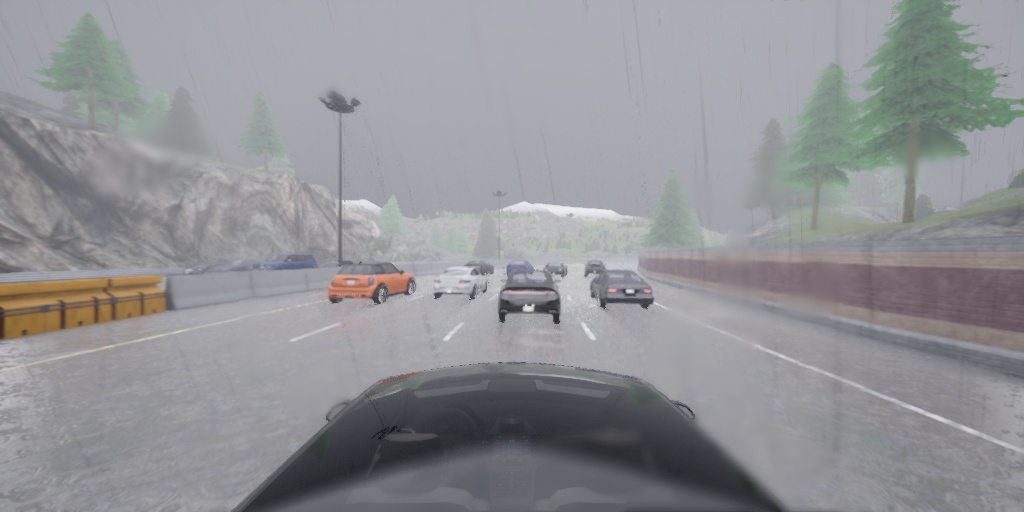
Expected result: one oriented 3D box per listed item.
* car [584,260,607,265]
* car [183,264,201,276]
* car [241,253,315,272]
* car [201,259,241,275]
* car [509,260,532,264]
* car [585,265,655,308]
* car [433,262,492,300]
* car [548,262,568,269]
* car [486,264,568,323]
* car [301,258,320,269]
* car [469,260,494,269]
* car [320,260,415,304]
[{"bbox_3d":[8.109,1.159,34.863,1.837,1.490,4.892,0,0,15],"label":"car"},{"bbox_3d":[-25.241,1.046,30.815,2.128,1.511,4.902,0,0,11],"label":"car"},{"bbox_3d":[-18.443,0.804,29.278,2.150,2.045,5.566,0,0,11],"label":"car"},{"bbox_3d":[-22.000,1.097,29.194,1.812,1.442,4.674,0,0,11],"label":"car"},{"bbox_3d":[0.835,1.107,34.676,1.882,1.535,5.008,0,0,14],"label":"car"},{"bbox_3d":[4.363,1.263,14.927,2.033,1.411,5.357,0,0,6],"label":"car"},{"bbox_3d":[-2.374,1.209,17.230,1.812,1.442,4.674,0,0,6],"label":"car"},{"bbox_3d":[4.163,1.246,33.655,1.895,1.301,4.718,0,0,14],"label":"car"},{"bbox_3d":[0.625,1.205,12.072,2.128,1.511,4.902,0,0,4],"label":"car"},{"bbox_3d":[-14.740,1.098,29.870,1.837,1.490,4.892,0,0,11],"label":"car"},{"bbox_3d":[-3.028,1.112,33.540,2.128,1.511,4.902,0,0,13],"label":"car"},{"bbox_3d":[-6.015,1.028,15.973,2.097,1.767,4.553,0,0,6],"label":"car"}]
